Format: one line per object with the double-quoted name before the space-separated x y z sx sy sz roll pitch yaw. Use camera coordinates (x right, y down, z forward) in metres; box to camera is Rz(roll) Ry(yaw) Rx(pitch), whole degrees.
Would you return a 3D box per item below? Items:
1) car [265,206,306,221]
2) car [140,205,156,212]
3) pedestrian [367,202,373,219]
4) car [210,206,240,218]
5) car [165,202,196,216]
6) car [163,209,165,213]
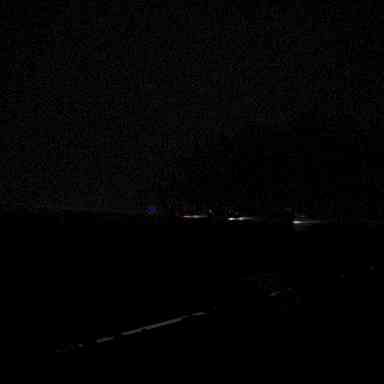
"car" 9.793 2.259 35.342 1.812 1.442 4.674 1 -2 -33
"car" -9.418 3.569 71.262 1.812 1.442 4.674 1 -2 -33
"pedestrian" 18.911 1.917 35.292 0.375 1.860 0.375 -2 1 -33
"car" 4.270 2.581 43.777 1.837 1.490 4.892 1 -2 -33
"car" -1.591 2.644 52.755 2.150 2.045 5.566 1 -2 -33
"car" -3.704 3.347 62.699 1.895 1.301 4.718 1 -2 -33
